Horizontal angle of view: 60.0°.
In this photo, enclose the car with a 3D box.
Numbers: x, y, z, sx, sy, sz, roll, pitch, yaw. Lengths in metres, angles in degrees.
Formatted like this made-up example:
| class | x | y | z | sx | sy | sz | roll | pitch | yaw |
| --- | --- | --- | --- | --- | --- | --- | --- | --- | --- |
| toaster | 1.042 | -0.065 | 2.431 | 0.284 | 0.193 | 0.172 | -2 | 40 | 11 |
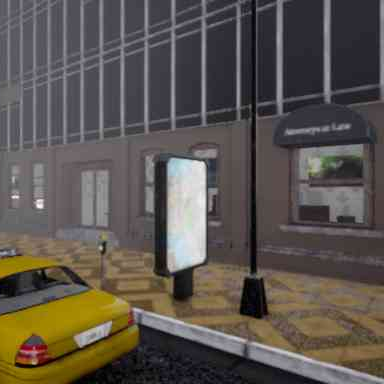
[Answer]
| class | x | y | z | sx | sy | sz | roll | pitch | yaw |
| --- | --- | --- | --- | --- | --- | --- | --- | --- | --- |
| car | -2.953 | 1.522 | 4.981 | 4.829 | 1.417 | 1.752 | 0 | 0 | 36 |
